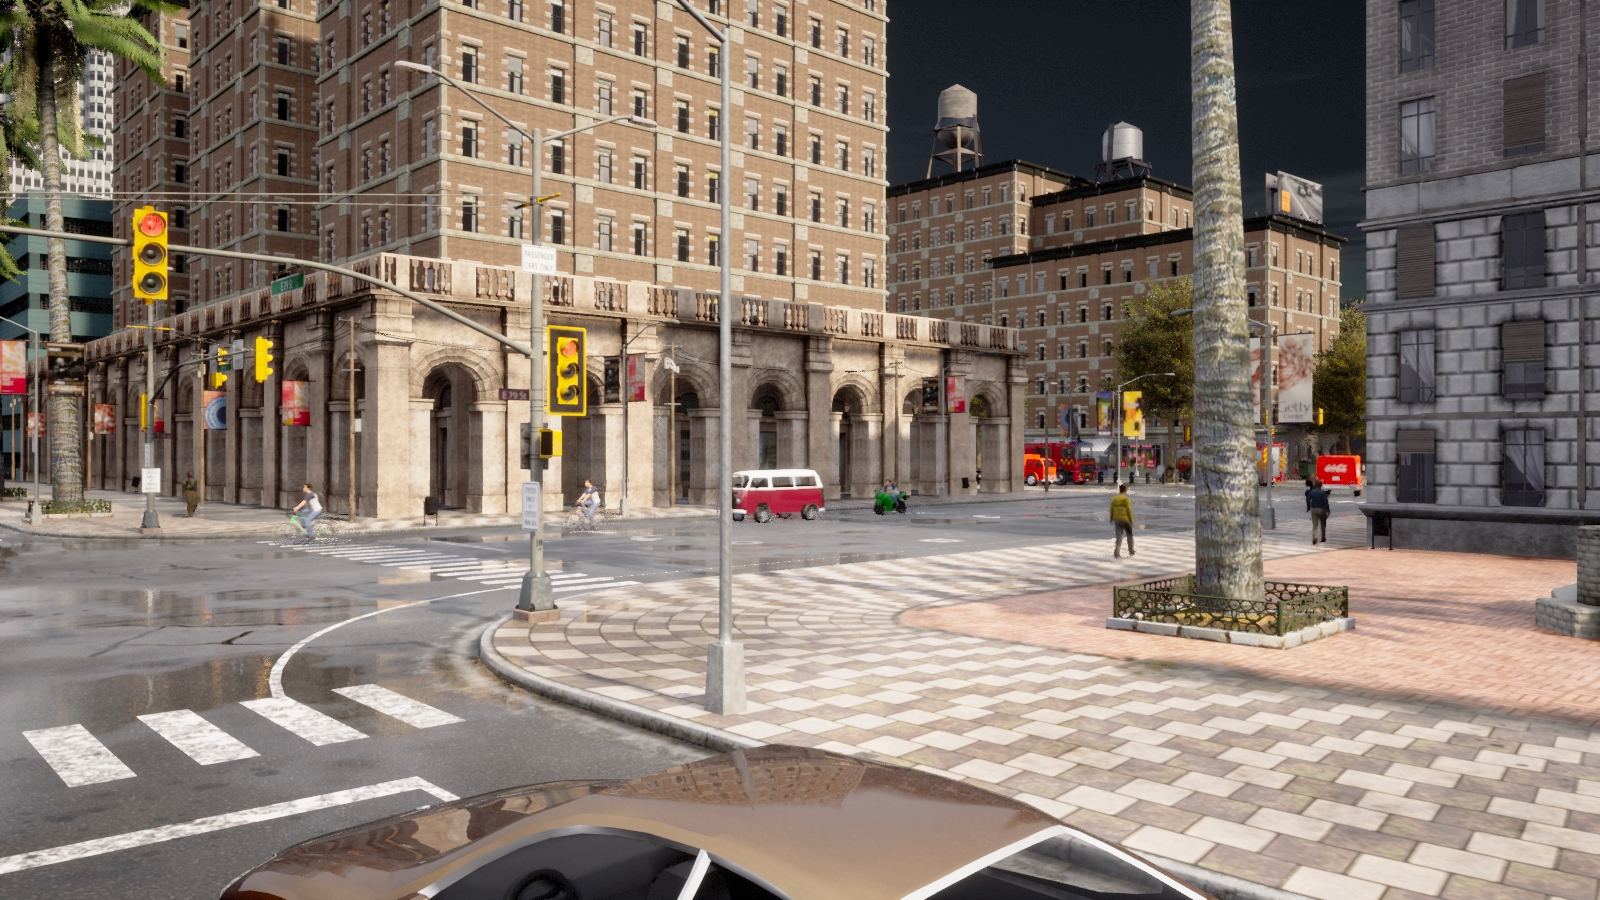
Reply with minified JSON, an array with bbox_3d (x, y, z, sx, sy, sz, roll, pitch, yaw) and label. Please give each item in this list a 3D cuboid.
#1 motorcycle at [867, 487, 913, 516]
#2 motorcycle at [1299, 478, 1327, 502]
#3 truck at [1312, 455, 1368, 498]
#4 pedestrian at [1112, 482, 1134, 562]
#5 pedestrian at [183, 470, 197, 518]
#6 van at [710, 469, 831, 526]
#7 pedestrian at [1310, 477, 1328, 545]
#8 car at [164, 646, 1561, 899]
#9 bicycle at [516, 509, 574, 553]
[{"bbox_3d":[3.868,2.213,49.076,2.033,1.145,0.803,0,0,-43],"label":"motorcycle"},{"bbox_3d":[28.343,2.205,63.138,0.867,1.251,2.209,0,0,40],"label":"motorcycle"},{"bbox_3d":[33.569,1.575,70.947,2.627,2.467,5.204,0,0,31],"label":"truck"},{"bbox_3d":[7.692,1.696,27.174,0.375,1.860,0.375,0,0,42],"label":"pedestrian"},{"bbox_3d":[-23.690,1.697,44.356,0.375,1.860,0.375,0,0,42],"label":"pedestrian"},{"bbox_3d":[-1.113,1.784,44.540,4.480,2.038,2.069,0,0,-43],"label":"van"},{"bbox_3d":[14.486,1.696,31.892,0.375,1.860,0.375,0,0,41],"label":"pedestrian"},{"bbox_3d":[-0.308,1.992,4.309,5.027,1.651,2.152,0,0,42],"label":"car"},{"bbox_3d":[-7.130,2.256,32.006,0.859,1.080,1.487,2,1,25],"label":"bicycle"}]
